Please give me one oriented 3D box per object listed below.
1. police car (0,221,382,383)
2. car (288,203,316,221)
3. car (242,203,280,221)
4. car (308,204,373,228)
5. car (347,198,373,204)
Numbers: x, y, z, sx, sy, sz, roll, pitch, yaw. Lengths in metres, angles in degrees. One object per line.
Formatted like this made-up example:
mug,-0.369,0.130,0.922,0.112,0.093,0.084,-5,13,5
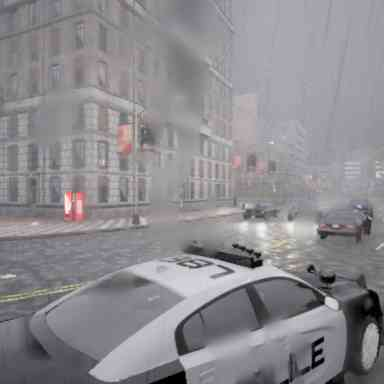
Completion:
police car,0.433,1.422,3.822,5.238,1.638,1.930,0,0,-39
car,8.697,1.551,25.434,1.994,1.385,4.181,0,0,29
car,5.725,1.584,27.273,1.895,1.301,4.718,0,0,29
car,7.738,1.540,16.681,2.033,1.411,5.357,0,0,34
car,15.536,1.337,30.797,2.097,1.767,4.553,0,0,28
